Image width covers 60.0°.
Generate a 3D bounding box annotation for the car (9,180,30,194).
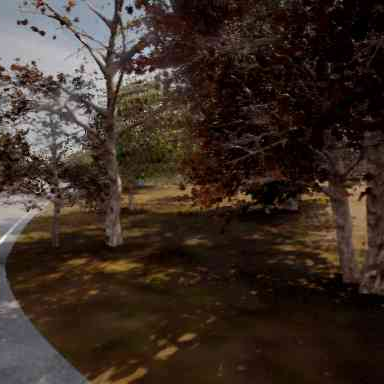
[{"bbox_3d":[-22.286,-0.740,43.240,2.097,1.767,4.553,0,3,-14],"label":"car"}]
